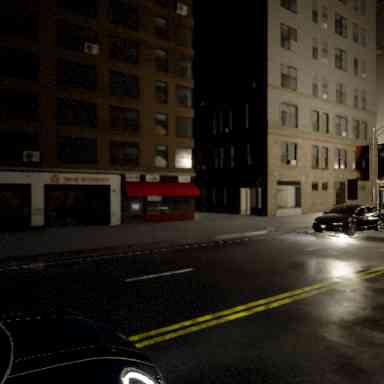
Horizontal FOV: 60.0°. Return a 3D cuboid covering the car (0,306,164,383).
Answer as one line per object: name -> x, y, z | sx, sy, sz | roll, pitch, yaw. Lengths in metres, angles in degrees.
car -> -2.297, 1.356, 1.801 | 4.553, 1.767, 2.097 | 0, 0, -36

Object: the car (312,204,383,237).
car -> 8.376, 1.431, 17.632 | 4.892, 1.490, 1.837 | 0, 0, -35
